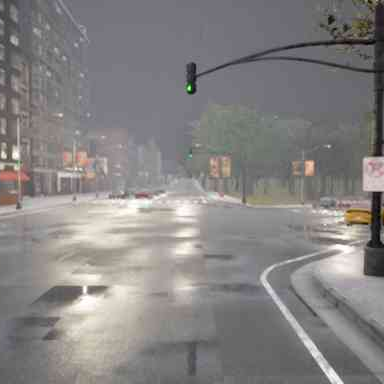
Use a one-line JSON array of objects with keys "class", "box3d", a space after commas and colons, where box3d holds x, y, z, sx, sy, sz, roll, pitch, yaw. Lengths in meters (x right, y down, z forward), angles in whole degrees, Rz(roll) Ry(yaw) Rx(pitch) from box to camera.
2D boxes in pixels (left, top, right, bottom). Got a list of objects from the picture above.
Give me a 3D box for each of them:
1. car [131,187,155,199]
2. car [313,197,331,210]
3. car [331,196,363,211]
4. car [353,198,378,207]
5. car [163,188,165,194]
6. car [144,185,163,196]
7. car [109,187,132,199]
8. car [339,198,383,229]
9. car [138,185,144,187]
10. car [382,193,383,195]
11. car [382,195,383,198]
[{"class": "car", "box3d": [-6.608, 0.292, 45.704, 1.895, 1.301, 4.718, 0, 1, 0]}, {"class": "car", "box3d": [16.065, 1.297, 39.453, 4.674, 1.442, 1.812, 1, 1, -45]}, {"class": "car", "box3d": [17.384, 1.186, 36.169, 4.553, 1.767, 2.097, 1, 1, -45]}, {"class": "car", "box3d": [25.541, 1.522, 48.966, 4.718, 1.301, 1.895, 1, 1, -45]}, {"class": "car", "box3d": [-6.624, -0.238, 69.000, 1.895, 1.301, 4.718, 0, 1, 0]}, {"class": "car", "box3d": [-6.620, -0.069, 57.172, 1.837, 1.490, 4.892, 0, 1, 0]}, {"class": "car", "box3d": [-9.863, 0.052, 45.345, 2.097, 1.767, 4.553, 0, 1, 0]}, {"class": "car", "box3d": [11.211, 1.358, 20.654, 1.882, 1.535, 5.008, 2, 1, 45]}, {"class": "car", "box3d": [-9.864, -0.024, 57.036, 2.033, 1.411, 5.357, 0, 1, 0]}, {"class": "car", "box3d": [32.749, 1.279, 56.214, 5.566, 2.045, 2.150, -1, 2, -45]}, {"class": "car", "box3d": [27.039, 1.546, 45.875, 4.181, 1.385, 1.994, 1, 0, -45]}]
